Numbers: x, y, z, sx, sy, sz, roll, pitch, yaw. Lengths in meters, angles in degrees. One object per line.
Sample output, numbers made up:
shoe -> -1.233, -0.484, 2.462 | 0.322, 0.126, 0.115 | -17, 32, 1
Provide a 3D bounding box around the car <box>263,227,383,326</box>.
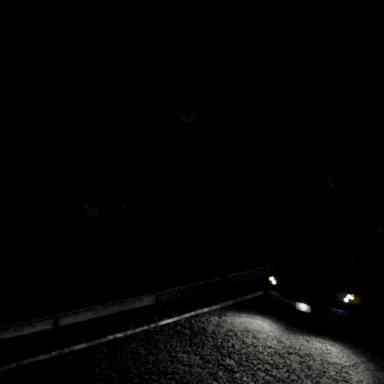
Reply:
car -> 3.873, 1.519, 7.306 | 5.357, 1.411, 2.033 | -1, 1, -41
